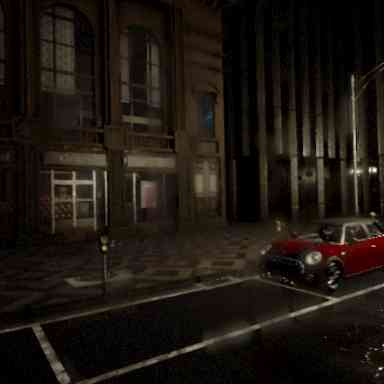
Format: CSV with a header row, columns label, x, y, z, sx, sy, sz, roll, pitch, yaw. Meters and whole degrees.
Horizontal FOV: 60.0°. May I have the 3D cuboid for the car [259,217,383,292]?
label,x,y,z,sx,sy,sz,roll,pitch,yaw
car,3.717,1.478,8.968,4.097,1.590,1.967,-1,-1,-34
